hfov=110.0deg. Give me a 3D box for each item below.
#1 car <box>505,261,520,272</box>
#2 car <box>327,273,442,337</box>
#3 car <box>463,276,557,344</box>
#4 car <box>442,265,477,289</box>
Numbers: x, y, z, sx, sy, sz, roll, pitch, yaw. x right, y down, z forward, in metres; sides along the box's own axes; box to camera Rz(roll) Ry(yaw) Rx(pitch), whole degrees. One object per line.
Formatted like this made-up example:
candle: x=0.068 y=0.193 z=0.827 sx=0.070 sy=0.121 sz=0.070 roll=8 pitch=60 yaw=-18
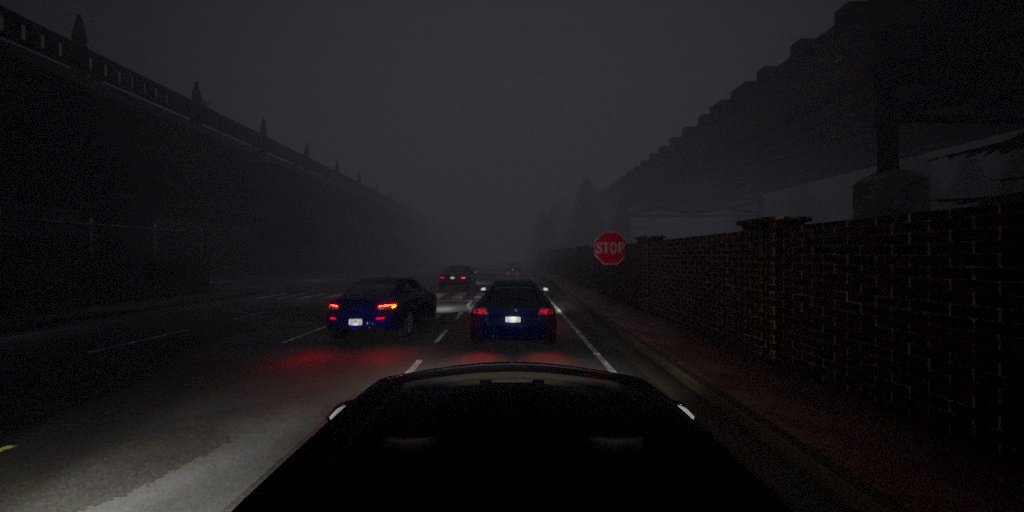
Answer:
car: x=0.078 y=1.348 z=45.755 sx=1.895 sy=1.301 sz=4.718 roll=0 pitch=0 yaw=-1
car: x=-3.419 y=1.275 z=10.114 sx=1.812 sy=1.442 sz=4.674 roll=0 pitch=0 yaw=0
car: x=0.063 y=1.313 z=9.593 sx=1.994 sy=1.385 sz=4.181 roll=0 pitch=0 yaw=1
car: x=-3.387 y=1.296 z=23.046 sx=2.033 sy=1.411 sz=5.357 roll=0 pitch=0 yaw=0
